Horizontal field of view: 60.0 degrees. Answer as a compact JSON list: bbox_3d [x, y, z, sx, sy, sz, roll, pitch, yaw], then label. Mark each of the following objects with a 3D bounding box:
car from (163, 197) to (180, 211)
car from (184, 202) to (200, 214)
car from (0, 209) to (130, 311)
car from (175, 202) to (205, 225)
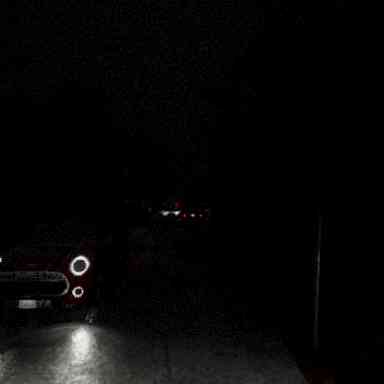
[{"bbox_3d":[-2.999,1.740,49.056,2.150,2.045,5.566,0,-1,0],"label":"car"},{"bbox_3d":[-0.038,1.967,41.682,1.895,1.301,4.718,0,-1,0],"label":"car"},{"bbox_3d":[-2.865,1.355,8.001,2.097,1.767,4.553,0,0,0],"label":"car"},{"bbox_3d":[0.045,1.663,25.110,2.033,1.411,5.357,0,-1,0],"label":"car"}]
